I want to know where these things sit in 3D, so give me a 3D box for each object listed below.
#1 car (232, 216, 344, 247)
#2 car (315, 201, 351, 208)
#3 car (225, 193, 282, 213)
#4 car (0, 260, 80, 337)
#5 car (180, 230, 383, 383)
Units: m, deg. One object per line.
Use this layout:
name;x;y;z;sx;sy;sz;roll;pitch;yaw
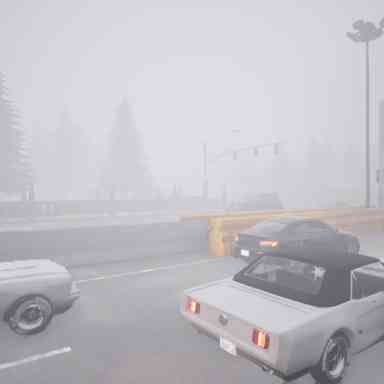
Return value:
car;3.321;1.473;10.375;4.674;1.442;1.812;-1;0;-35
car;9.962;1.412;23.737;4.674;1.442;1.812;-1;0;-35
car;5.481;1.074;29.149;5.566;2.045;2.150;0;0;-35
car;-4.258;1.601;5.008;4.718;1.301;1.895;0;0;-35
car;2.253;1.576;5.335;4.718;1.301;1.895;-1;0;-35
